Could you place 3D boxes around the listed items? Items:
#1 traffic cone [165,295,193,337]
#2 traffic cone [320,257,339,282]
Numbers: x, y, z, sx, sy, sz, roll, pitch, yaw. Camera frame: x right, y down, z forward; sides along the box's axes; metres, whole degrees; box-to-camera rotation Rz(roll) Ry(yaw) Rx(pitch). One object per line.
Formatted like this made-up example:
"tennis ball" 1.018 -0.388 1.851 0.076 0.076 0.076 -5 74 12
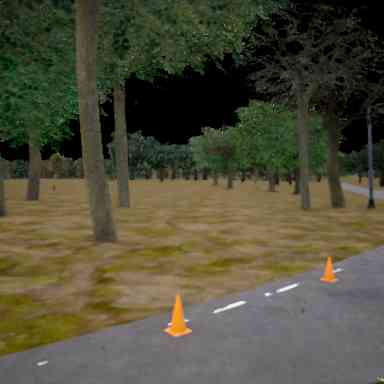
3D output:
"traffic cone" -0.219 1.974 5.418 0.340 0.580 0.340 0 0 -38
"traffic cone" 3.518 1.951 8.509 0.340 0.580 0.340 0 0 -41
